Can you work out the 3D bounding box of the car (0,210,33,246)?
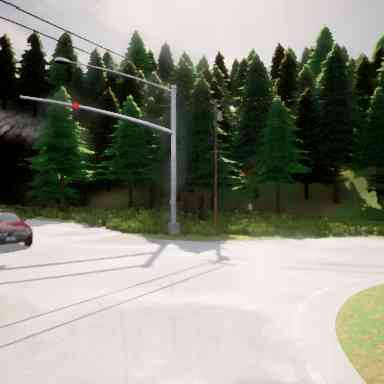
[{"bbox_3d":[-8.388,1.526,14.407,1.812,1.442,4.674,0,0,-41],"label":"car"}]
